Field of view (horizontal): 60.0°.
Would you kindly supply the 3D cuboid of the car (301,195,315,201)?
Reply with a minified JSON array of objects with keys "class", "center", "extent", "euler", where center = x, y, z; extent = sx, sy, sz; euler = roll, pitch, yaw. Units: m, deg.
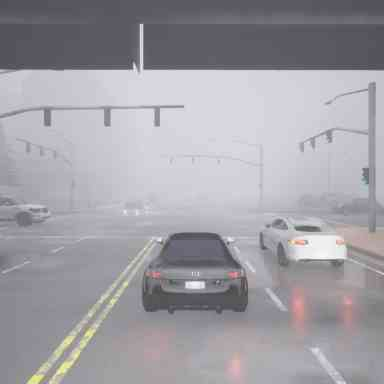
[{"class":"car","center":[27.916,1.395,79.934],"extent":[1.970,1.475,3.806],"euler":[0,0,0]}]

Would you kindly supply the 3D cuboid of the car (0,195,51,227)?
[{"class":"car","center":[-12.506,1.222,22.263],"extent":[5.566,2.045,2.150],"euler":[0,0,-1]}]

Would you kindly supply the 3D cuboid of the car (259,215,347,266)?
[{"class":"car","center":[3.582,1.526,11.364],"extent":[1.812,1.442,4.674],"euler":[0,0,0]}]

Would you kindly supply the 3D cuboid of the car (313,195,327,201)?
[{"class":"car","center":[30.811,1.364,79.942],"extent":[1.784,1.438,3.905],"euler":[0,0,0]}]

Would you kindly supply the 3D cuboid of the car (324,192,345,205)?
[{"class":"car","center":[19.540,1.156,47.340],"extent":[1.905,1.878,3.866],"euler":[0,0,0]}]

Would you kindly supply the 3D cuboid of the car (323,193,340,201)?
[{"class":"car","center":[33.495,1.153,80.000],"extent":[1.932,1.855,4.605],"euler":[0,0,0]}]

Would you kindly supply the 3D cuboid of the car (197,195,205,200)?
[{"class":"car","center":[2.344,1.378,86.058],"extent":[1.994,1.385,4.181],"euler":[0,0,0]}]

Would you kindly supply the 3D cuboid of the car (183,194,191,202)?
[{"class":"car","center":[-1.097,1.593,76.964],"extent":[1.895,1.301,4.718],"euler":[0,0,0]}]

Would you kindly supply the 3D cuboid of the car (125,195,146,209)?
[{"class":"car","center":[-7.994,1.478,46.136],"extent":[1.882,1.535,5.008],"euler":[0,0,0]}]

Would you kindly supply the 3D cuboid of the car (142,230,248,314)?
[{"class":"car","center":[0.067,1.564,7.704],"extent":[1.994,1.385,4.181],"euler":[0,0,0]}]

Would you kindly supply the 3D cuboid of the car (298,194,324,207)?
[{"class":"car","center":[16.645,1.153,47.386],"extent":[1.932,1.855,4.605],"euler":[0,0,0]}]

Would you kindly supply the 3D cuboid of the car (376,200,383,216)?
[{"class":"car","center":[19.150,1.601,29.626],"extent":[4.718,1.301,1.895],"euler":[0,0,1]}]

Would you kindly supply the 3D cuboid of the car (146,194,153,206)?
[{"class":"car","center":[-8.044,1.526,55.416],"extent":[1.812,1.442,4.674],"euler":[0,0,0]}]

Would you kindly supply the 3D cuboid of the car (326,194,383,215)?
[{"class":"car","center":[16.354,1.352,33.157],"extent":[4.553,1.767,2.097],"euler":[0,0,1]}]

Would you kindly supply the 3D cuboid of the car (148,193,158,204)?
[{"class":"car","center":[-8.051,1.221,66.069],"extent":[2.150,2.045,5.566],"euler":[0,0,0]}]

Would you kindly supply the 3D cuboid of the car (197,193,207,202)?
[{"class":"car","center":[2.403,1.223,76.990],"extent":[2.150,2.045,5.566],"euler":[0,0,0]}]

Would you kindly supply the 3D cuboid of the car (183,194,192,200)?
[{"class":"car","center":[-1.156,1.351,86.035],"extent":[2.128,1.511,4.902],"euler":[0,0,0]}]

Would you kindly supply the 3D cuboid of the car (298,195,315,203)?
[{"class":"car","center":[22.193,1.395,64.815],"extent":[1.970,1.475,3.806],"euler":[0,0,0]}]
